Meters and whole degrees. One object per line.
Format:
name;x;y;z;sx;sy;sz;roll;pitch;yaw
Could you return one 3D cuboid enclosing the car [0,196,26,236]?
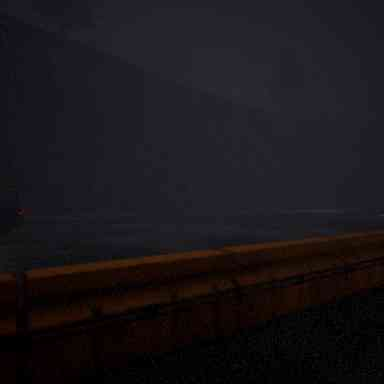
car;-11.655;1.222;17.099;5.566;2.045;2.150;1;0;-35
